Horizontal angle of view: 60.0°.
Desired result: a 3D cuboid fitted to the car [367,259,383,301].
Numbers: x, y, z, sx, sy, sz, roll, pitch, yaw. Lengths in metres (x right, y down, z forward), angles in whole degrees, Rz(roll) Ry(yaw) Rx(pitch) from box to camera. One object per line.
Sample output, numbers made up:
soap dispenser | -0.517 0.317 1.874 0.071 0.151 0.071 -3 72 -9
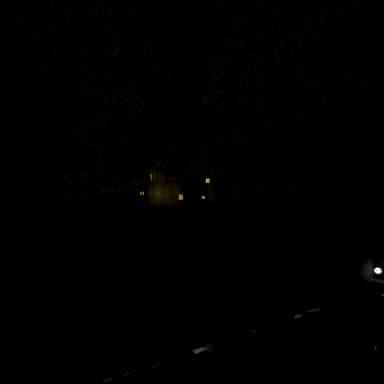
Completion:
car | 5.742 1.599 7.070 4.718 1.301 1.895 0 0 -36
